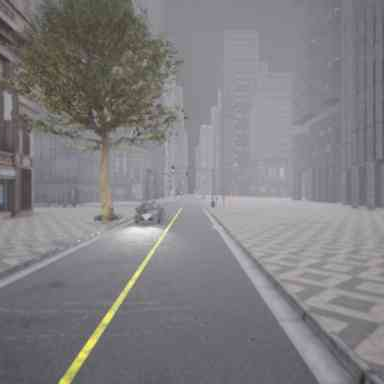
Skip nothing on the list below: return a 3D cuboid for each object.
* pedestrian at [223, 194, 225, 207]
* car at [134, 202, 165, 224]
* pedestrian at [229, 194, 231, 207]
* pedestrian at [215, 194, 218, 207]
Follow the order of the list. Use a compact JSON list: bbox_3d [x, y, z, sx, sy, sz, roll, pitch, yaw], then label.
[{"bbox_3d":[4.622,1.226,48.226,0.375,1.860,0.375,0,0,0],"label":"pedestrian"},{"bbox_3d":[-3.106,1.525,25.067,2.128,1.511,4.902,0,0,0],"label":"car"},{"bbox_3d":[5.622,1.217,48.826,0.375,1.860,0.375,0,0,0],"label":"pedestrian"},{"bbox_3d":[3.622,1.234,49.425,0.375,1.860,0.375,0,0,0],"label":"pedestrian"}]
